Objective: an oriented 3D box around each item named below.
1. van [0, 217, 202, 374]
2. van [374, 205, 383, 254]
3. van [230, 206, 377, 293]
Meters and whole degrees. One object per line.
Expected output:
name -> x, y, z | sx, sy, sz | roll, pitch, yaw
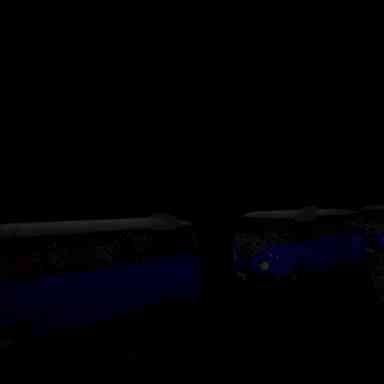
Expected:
van -> -1.738, 1.341, 5.307 | 3.998, 1.788, 1.690 | 0, -1, -35
van -> 7.361, 1.336, 11.789 | 3.998, 1.788, 1.690 | 0, -1, -35
van -> 2.812, 1.339, 8.548 | 3.998, 1.788, 1.690 | 0, -1, -35
